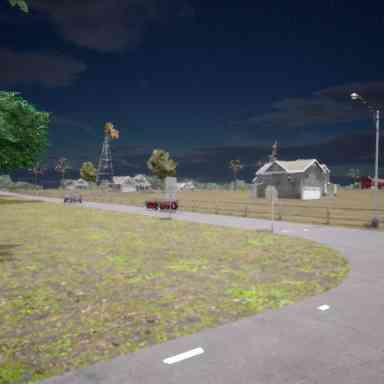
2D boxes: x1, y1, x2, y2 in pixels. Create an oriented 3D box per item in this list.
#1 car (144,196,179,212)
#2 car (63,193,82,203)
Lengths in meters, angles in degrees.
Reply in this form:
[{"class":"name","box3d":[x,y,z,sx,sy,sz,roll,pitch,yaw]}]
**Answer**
[{"class":"car","box3d":[-3.308,1.189,34.780,1.882,1.535,5.008,2,-1,-35]},{"class":"car","box3d":[-18.412,0.918,51.304,1.837,1.490,4.892,2,-1,-35]}]
